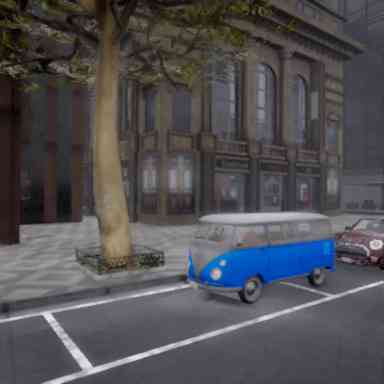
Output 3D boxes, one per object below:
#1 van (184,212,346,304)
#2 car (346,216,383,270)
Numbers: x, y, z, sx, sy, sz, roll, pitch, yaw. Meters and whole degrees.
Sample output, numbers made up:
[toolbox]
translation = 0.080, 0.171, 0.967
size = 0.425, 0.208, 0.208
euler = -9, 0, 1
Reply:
[van]
translation = 1.746, 1.401, 8.015
size = 3.998, 1.788, 1.690
euler = 1, 0, -36
[car]
translation = 6.335, 1.556, 11.291
size = 4.097, 1.590, 1.967
euler = 1, 0, -36
